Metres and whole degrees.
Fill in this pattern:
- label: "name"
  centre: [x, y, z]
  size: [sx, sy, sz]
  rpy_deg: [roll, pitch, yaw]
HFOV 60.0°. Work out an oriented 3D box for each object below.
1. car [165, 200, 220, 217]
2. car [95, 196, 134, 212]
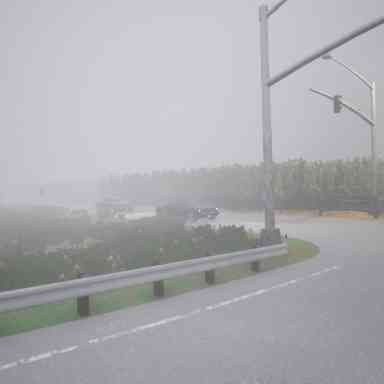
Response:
- label: "car"
  centre: [-0.369, 1.180, 22.021]
  size: [1.895, 1.301, 4.718]
  rpy_deg: [-3, 2, -41]
- label: "car"
  centre: [-7.035, 1.124, 29.821]
  size: [1.837, 1.490, 4.892]
  rpy_deg: [-3, 2, -40]
